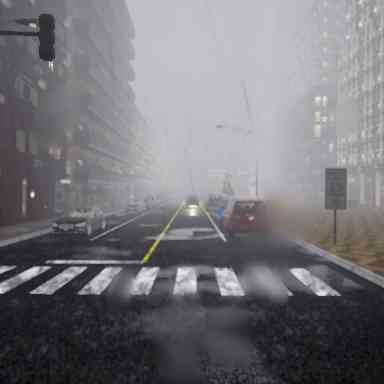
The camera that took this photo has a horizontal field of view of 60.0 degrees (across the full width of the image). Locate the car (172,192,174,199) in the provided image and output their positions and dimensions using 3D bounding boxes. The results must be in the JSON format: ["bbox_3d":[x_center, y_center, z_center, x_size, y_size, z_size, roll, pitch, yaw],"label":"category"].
[{"bbox_3d":[-5.741,1.265,89.051,1.887,1.381,4.507,0,0,0],"label":"car"}]

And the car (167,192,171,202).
[{"bbox_3d":[-5.727,1.282,66.774,1.752,1.417,4.829,0,0,0],"label":"car"}]

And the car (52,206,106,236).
[{"bbox_3d":[-5.697,1.435,17.205,2.008,1.369,4.403,0,0,0],"label":"car"}]

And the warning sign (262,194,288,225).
[{"bbox_3d":[5.068,1.051,20.466,1.300,1.860,1.060,1,0,0],"label":"warning sign"}]

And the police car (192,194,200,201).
[{"bbox_3d":[0.863,1.204,75.582,1.930,1.638,5.238,0,0,0],"label":"police car"}]

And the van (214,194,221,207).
[{"bbox_3d":[2.679,1.256,22.735,1.690,1.788,3.998,0,0,0],"label":"van"}]

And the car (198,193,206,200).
[{"bbox_3d":[2.639,1.208,89.055,1.967,1.590,4.097,0,0,0],"label":"car"}]

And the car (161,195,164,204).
[{"bbox_3d":[-5.718,1.376,50.365,1.802,1.307,4.206,0,0,0],"label":"car"}]

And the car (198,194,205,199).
[{"bbox_3d":[2.636,1.286,94.752,1.752,1.417,4.829,0,0,0],"label":"car"}]

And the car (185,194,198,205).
[{"bbox_3d":[-0.026,1.164,56.371,2.097,1.767,4.553,0,0,0],"label":"car"}]

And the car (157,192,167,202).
[{"bbox_3d":[-5.721,1.221,55.890,1.967,1.590,4.097,0,0,0],"label":"car"}]

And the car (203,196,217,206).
[{"bbox_3d":[2.662,1.386,50.369,1.887,1.381,4.507,0,0,0],"label":"car"}]

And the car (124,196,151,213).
[{"bbox_3d":[-5.708,1.386,33.784,2.008,1.369,4.403,0,0,0],"label":"car"}]

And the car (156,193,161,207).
[{"bbox_3d":[-5.714,1.248,44.837,1.967,1.590,4.097,0,0,0],"label":"car"}]

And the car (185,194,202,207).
[{"bbox_3d":[0.081,1.342,46.296,1.837,1.490,4.892,0,0,0],"label":"car"}]

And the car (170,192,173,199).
[{"bbox_3d":[-5.730,1.291,72.470,1.887,1.381,4.507,0,0,0],"label":"car"}]

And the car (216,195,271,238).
[{"bbox_3d":[2.682,1.247,17.209,2.192,1.841,5.009,0,0,0],"label":"car"}]

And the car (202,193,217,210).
[{"bbox_3d":[2.669,1.184,39.314,2.192,1.841,5.009,0,0,0],"label":"car"}]

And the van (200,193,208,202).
[{"bbox_3d":[2.650,1.135,72.474,1.690,1.788,3.998,0,0,0],"label":"van"}]

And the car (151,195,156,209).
[{"bbox_3d":[-5.711,1.366,39.310,1.887,1.381,4.507,0,0,0],"label":"car"}]

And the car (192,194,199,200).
[{"bbox_3d":[0.857,1.268,85.472,1.837,1.490,4.892,0,0,0],"label":"car"}]

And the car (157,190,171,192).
[{"bbox_3d":[-7.433,0.671,90.815,2.045,2.150,5.566,17,4,29],"label":"car"}]
